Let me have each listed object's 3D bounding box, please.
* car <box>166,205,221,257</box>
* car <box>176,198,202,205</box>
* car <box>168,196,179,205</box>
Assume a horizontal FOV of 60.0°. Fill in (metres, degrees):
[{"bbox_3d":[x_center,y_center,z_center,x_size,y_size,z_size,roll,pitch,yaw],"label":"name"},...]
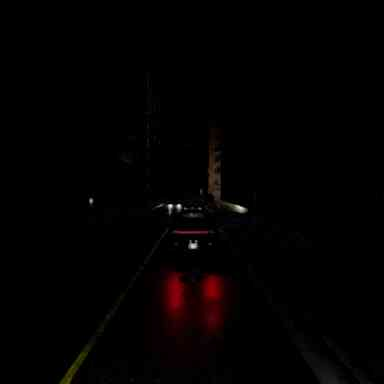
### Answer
[{"bbox_3d":[0.057,1.490,12.887,2.128,1.511,4.902,0,0,1],"label":"car"},{"bbox_3d":[0.068,1.485,27.889,2.128,1.511,4.902,0,0,0],"label":"car"},{"bbox_3d":[-3.012,1.472,58.081,1.837,1.490,4.892,0,0,1],"label":"car"}]
